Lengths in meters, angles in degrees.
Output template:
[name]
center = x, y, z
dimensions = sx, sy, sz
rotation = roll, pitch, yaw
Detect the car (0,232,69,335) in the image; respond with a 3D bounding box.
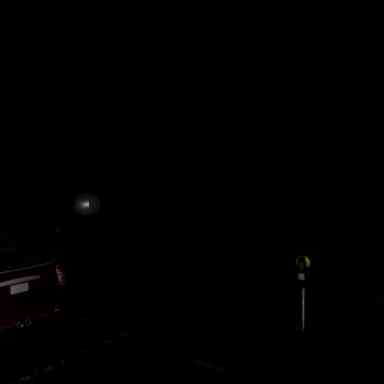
[car]
center = -4.109, 1.440, 6.012
dimensions = 4.097, 1.590, 1.967
rotation = 0, 0, 36
